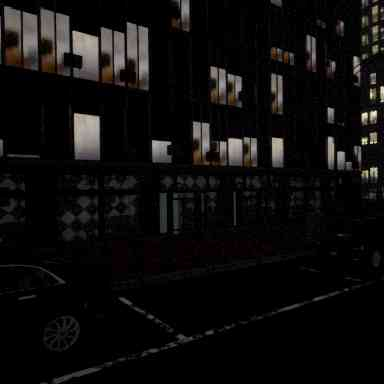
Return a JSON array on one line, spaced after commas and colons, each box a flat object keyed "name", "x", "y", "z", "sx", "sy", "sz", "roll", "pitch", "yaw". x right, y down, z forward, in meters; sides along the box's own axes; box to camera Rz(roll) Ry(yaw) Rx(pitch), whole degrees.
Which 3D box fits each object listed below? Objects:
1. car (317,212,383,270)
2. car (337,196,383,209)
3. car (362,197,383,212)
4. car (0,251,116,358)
[{"name": "car", "x": 5.943, "y": 1.542, "z": 10.979, "sx": 4.507, "sy": 1.381, "sz": 1.887, "roll": 0, "pitch": -1, "yaw": -36}, {"name": "car", "x": 20.525, "y": 1.275, "z": 40.839, "sx": 1.752, "sy": 1.417, "sz": 4.829, "roll": -1, "pitch": 1, "yaw": -35}, {"name": "car", "x": 18.028, "y": 1.442, "z": 34.331, "sx": 1.994, "sy": 1.385, "sz": 4.181, "roll": -1, "pitch": 1, "yaw": -35}, {"name": "car", "x": -3.230, "y": 1.551, "z": 4.398, "sx": 4.403, "sy": 1.369, "sz": 2.008, "roll": 0, "pitch": -1, "yaw": -36}]
